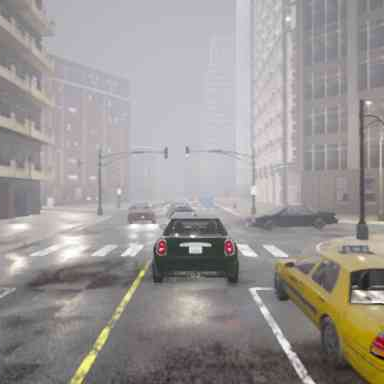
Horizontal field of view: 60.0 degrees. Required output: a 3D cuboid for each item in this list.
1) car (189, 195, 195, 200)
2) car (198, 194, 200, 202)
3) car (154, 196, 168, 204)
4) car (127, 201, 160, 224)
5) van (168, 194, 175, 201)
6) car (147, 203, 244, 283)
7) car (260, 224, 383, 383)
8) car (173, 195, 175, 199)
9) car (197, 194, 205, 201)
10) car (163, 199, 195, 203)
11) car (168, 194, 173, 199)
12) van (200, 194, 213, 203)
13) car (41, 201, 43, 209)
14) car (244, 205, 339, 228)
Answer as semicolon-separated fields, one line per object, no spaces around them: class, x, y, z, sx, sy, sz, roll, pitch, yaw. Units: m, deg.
car;-0.015;1.696;94.957;1.882;1.535;5.008;0;0;0
car;2.556;1.691;76.537;1.887;1.381;4.507;0;0;0
car;-5.320;1.603;54.156;1.752;1.417;4.829;0;0;0
car;-3.865;1.587;25.251;1.994;1.385;4.181;0;0;-12
van;-5.326;1.527;87.640;1.690;1.788;3.998;0;0;0
car;0.087;1.358;9.805;2.097;1.767;4.553;0;0;0
car;2.569;1.528;5.503;1.752;1.417;4.829;0;0;0
car;-5.324;1.693;70.984;1.947;1.339;4.313;0;0;0
car;2.552;1.524;93.196;2.192;1.841;5.009;0;0;0
car;-0.958;1.544;25.868;1.812;1.442;4.674;0;0;-9
car;-5.322;1.550;65.432;1.967;1.590;4.097;0;0;0
van;2.560;1.419;54.328;1.690;1.788;3.998;0;0;0
car;-23.129;1.458;46.685;5.566;2.045;2.150;-1;-1;40
car;5.832;1.487;19.706;5.357;1.411;2.033;-1;0;-8
